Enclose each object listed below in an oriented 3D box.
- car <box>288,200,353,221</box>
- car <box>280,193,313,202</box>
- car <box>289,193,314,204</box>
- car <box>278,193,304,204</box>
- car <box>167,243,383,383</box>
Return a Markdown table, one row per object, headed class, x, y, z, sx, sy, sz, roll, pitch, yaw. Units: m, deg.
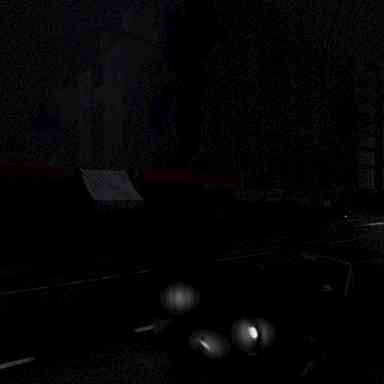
| class | x | y | z | sx | sy | sz | roll | pitch | yaw |
| --- | --- | --- | --- | --- | --- | --- | --- | --- | --- |
| car | 10.284 | 1.546 | 26.785 | 1.895 | 1.301 | 4.718 | 0 | 0 | -36 |
| car | 10.430 | 1.296 | 32.555 | 2.097 | 1.767 | 4.553 | 0 | 0 | -36 |
| car | 19.534 | 1.114 | 59.424 | 1.905 | 1.878 | 3.866 | 0 | 0 | -36 |
| car | 17.141 | 1.114 | 57.714 | 1.905 | 1.878 | 3.866 | 0 | 0 | -36 |
| car | 1.991 | 1.601 | 5.416 | 4.718 | 1.301 | 1.895 | 0 | 0 | -35 |
